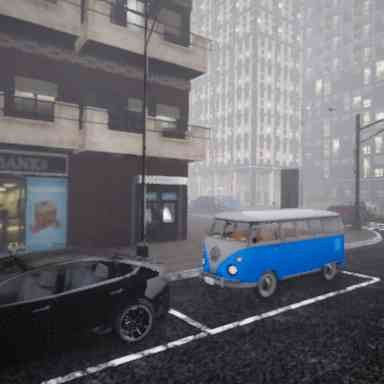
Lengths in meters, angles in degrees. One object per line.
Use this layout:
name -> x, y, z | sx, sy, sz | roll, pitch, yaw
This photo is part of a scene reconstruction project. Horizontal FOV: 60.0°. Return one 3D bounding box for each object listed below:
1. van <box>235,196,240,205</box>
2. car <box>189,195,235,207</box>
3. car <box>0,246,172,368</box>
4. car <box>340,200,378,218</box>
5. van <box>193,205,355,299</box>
van -> 4.510, 1.343, 43.858 | 1.690, 1.788, 3.998 | 1, -1, -35
car -> 2.145, 1.255, 37.194 | 2.097, 1.767, 4.553 | 1, -1, -35
car -> -2.330, 1.565, 4.840 | 4.313, 1.339, 1.947 | 0, 1, -35
car -> 14.318, 1.466, 30.039 | 1.967, 1.590, 4.097 | 1, -1, -35
van -> 2.085, 1.334, 8.192 | 3.998, 1.788, 1.690 | 0, 1, -35
